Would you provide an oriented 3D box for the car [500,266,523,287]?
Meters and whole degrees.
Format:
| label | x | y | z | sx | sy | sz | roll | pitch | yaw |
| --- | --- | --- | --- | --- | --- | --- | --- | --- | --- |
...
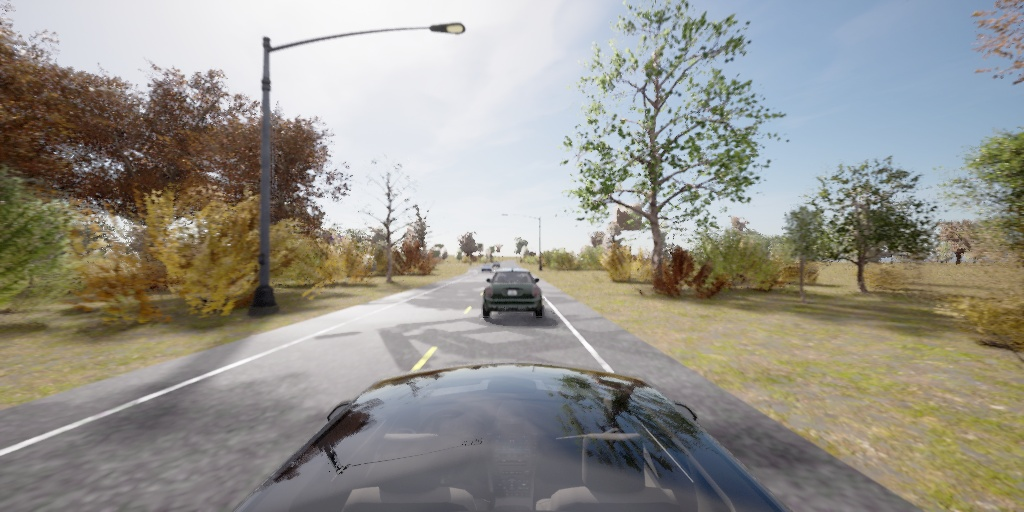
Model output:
| label | x | y | z | sx | sy | sz | roll | pitch | yaw |
| --- | --- | --- | --- | --- | --- | --- | --- | --- | --- |
| car | -0.026 | 1.642 | 29.805 | 1.812 | 1.442 | 4.674 | 0 | 0 | 0 |

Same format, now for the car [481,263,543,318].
| label | x | y | z | sx | sy | sz | roll | pitch | yaw |
| --- | --- | --- | --- | --- | --- | --- | --- | --- | --- |
| car | 0.031 | 1.262 | 14.025 | 2.097 | 1.767 | 4.553 | 0 | -1 | 0 |
